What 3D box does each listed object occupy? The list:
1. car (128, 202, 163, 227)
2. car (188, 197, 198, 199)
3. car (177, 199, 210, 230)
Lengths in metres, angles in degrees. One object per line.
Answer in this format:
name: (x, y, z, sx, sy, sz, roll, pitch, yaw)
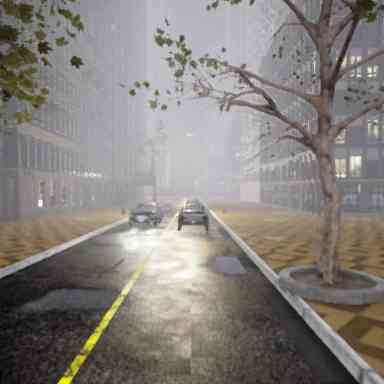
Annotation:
car: (-3.053, 1.453, 22.599, 2.128, 1.511, 4.902, 0, 0, 0)
car: (0.106, 1.425, 43.926, 2.128, 1.511, 4.902, 0, 0, 0)
car: (0.082, 1.455, 20.710, 2.128, 1.511, 4.902, 0, 0, 0)
